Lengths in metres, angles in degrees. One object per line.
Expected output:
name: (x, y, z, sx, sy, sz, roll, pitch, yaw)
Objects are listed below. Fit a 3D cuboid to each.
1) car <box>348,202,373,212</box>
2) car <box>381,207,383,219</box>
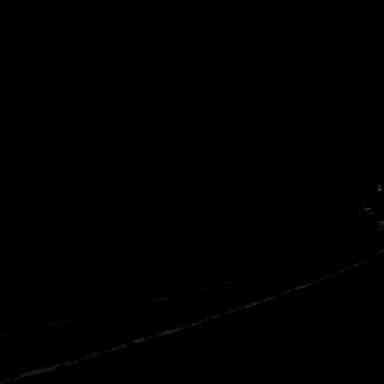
car: (26.389, 2.343, 52.223, 1.837, 1.490, 4.892, -4, -3, -2)
car: (19.562, 1.874, 31.964, 1.837, 1.490, 4.892, -3, -2, 18)
